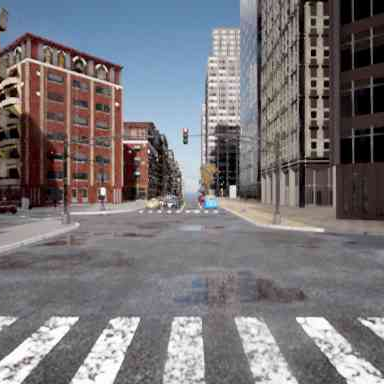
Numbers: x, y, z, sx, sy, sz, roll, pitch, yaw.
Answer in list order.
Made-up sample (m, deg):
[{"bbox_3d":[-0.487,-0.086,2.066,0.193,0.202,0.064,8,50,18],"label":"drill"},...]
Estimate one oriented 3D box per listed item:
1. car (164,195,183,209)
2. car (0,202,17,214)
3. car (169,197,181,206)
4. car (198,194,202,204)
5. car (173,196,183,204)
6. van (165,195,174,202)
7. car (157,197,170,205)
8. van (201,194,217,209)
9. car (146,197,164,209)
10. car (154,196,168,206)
[{"bbox_3d":[-2.826,1.557,46.286,2.128,1.511,4.902,0,0,2],"label":"car"},{"bbox_3d":[-21.157,1.806,36.763,4.718,1.301,1.895,-1,-1,41],"label":"car"},{"bbox_3d":[-2.832,1.570,56.440,1.882,1.535,5.008,0,0,0],"label":"car"},{"bbox_3d":[2.548,1.674,68.308,1.887,1.381,4.507,0,0,0],"label":"car"},{"bbox_3d":[-2.779,1.655,68.131,1.812,1.442,4.674,0,0,0],"label":"car"},{"bbox_3d":[-5.335,1.508,79.410,1.690,1.788,3.998,0,0,0],"label":"van"},{"bbox_3d":[-5.331,1.677,62.754,1.947,1.339,4.313,0,0,0],"label":"car"},{"bbox_3d":[2.555,1.406,46.099,1.690,1.788,3.998,0,0,0],"label":"van"},{"bbox_3d":[-5.325,1.590,45.926,1.752,1.417,4.829,0,0,0],"label":"car"},{"bbox_3d":[-5.329,1.535,57.202,1.967,1.590,4.097,0,0,0],"label":"car"}]
